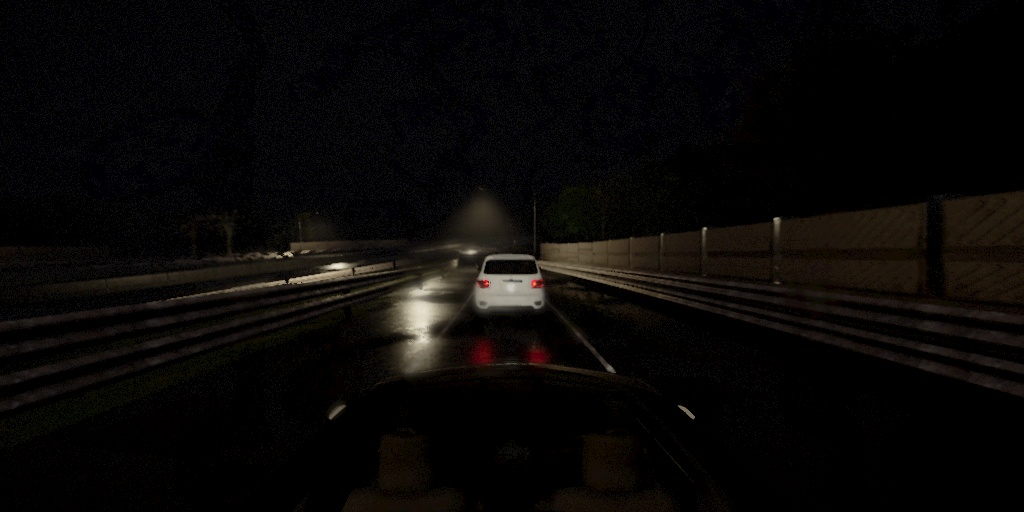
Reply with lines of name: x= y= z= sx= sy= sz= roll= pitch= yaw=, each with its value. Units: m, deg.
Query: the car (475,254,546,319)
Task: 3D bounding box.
car: x=-0.088 y=0.973 z=12.914 sx=2.150 sy=2.045 sz=5.566 roll=0 pitch=0 yaw=-1
